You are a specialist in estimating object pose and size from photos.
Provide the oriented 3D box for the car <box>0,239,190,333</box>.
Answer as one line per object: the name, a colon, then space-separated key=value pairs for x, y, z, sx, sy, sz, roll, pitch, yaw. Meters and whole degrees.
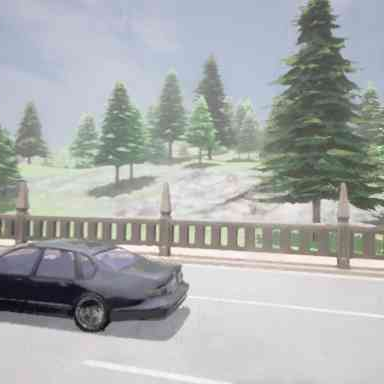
car: x=-2.780 y=1.692 z=6.763 sx=5.357 sy=1.411 sz=2.033 roll=1 pitch=-2 yaw=14
